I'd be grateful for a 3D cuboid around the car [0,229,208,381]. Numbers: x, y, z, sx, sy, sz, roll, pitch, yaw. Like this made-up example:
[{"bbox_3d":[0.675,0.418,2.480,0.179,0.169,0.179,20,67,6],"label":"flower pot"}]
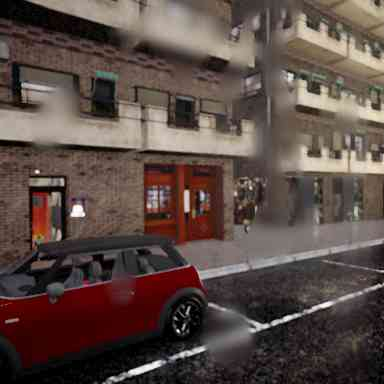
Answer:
[{"bbox_3d":[-1.817,1.436,4.819,4.097,1.590,1.967,0,-1,-36],"label":"car"}]
